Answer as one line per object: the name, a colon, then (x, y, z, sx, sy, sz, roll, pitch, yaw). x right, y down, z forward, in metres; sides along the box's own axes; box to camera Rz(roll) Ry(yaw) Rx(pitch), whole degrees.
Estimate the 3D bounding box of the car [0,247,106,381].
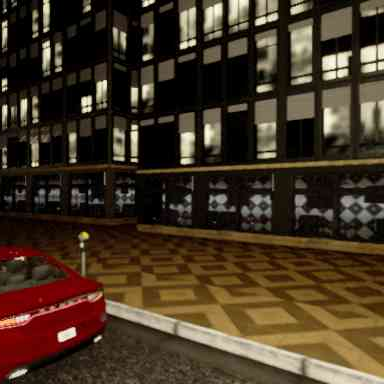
car: (-3.286, 1.541, 5.217, 4.507, 1.381, 1.887, 0, 0, 36)
